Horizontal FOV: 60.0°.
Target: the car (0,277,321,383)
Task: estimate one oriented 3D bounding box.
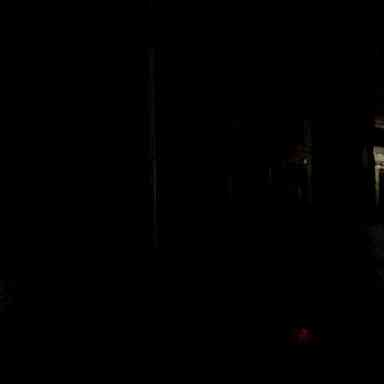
[{"bbox_3d":[-0.821,1.551,2.791,4.181,1.385,1.994,-1,1,-35],"label":"car"}]
